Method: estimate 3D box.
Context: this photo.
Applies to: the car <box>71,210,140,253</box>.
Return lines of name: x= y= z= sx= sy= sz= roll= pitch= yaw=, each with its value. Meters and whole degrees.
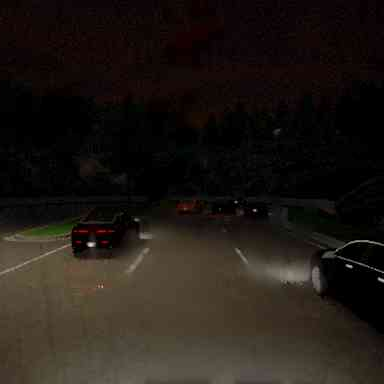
car: x=-3.353 y=1.505 z=13.609 sx=1.837 sy=1.490 sz=4.892 roll=0 pitch=0 yaw=1

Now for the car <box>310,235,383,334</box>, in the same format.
car: x=3.603 y=1.504 z=5.720 sx=1.837 sy=1.490 sz=4.892 roll=0 pitch=0 yaw=0

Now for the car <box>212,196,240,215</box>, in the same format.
car: x=3.338 y=1.477 z=34.042 sx=1.882 sy=1.535 sz=5.008 roll=0 pitch=0 yaw=16

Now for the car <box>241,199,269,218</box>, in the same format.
car: x=5.987 y=1.564 z=30.660 sx=1.994 sy=1.385 sz=4.181 roll=0 pitch=0 yaw=15

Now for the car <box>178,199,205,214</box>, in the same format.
car: x=-0.003 y=1.478 z=35.141 sx=1.882 sy=1.535 sz=5.008 roll=0 pitch=0 yaw=16

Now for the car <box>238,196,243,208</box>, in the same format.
car: x=6.003 y=1.352 z=44.171 sx=2.097 sy=1.767 sz=4.553 roll=0 pitch=0 yaw=12
